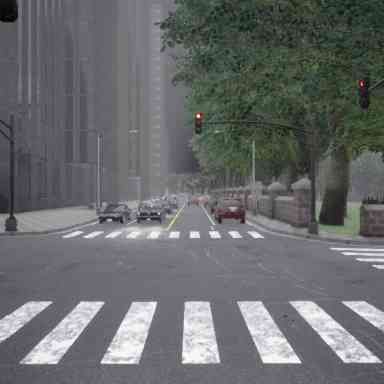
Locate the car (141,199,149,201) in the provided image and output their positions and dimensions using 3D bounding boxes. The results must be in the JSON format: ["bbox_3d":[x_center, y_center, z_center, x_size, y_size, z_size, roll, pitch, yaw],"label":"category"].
[{"bbox_3d":[-5.688,1.579,41.587,2.008,1.369,4.403,0,0,0],"label":"car"}]

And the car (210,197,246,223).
[{"bbox_3d":[2.808,1.326,25.211,2.192,1.841,5.009,0,0,0],"label":"car"}]

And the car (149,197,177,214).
[{"bbox_3d":[-3.030,1.569,35.476,2.033,1.411,5.357,0,0,1],"label":"car"}]

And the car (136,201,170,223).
[{"bbox_3d":[-3.053,1.612,25.659,1.895,1.301,4.718,0,0,0],"label":"car"}]

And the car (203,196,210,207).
[{"bbox_3d":[2.838,1.579,41.579,2.008,1.369,4.403,0,0,0],"label":"car"}]

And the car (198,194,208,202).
[{"bbox_3d":[2.524,1.424,75.837,2.097,1.767,4.553,0,0,0],"label":"car"}]

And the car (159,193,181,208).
[{"bbox_3d":[-3.006,1.385,45.752,2.097,1.767,4.553,0,0,0],"label":"car"}]

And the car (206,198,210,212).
[{"bbox_3d":[2.828,1.588,36.123,1.947,1.339,4.313,0,0,0],"label":"car"}]

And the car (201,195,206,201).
[{"bbox_3d":[2.857,1.481,52.493,1.967,1.590,4.097,0,0,0],"label":"car"}]

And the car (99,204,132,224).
[{"bbox_3d":[-5.717,1.576,25.217,1.947,1.339,4.313,0,0,0],"label":"car"}]

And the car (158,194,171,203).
[{"bbox_3d":[-5.638,1.375,68.873,2.192,1.841,5.009,0,0,0],"label":"car"}]

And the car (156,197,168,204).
[{"bbox_3d":[-5.648,1.635,63.416,1.802,1.307,4.206,0,0,0],"label":"car"}]

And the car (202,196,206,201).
[{"bbox_3d":[2.847,1.585,47.036,2.008,1.369,4.403,0,0,0],"label":"car"}]

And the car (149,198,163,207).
[{"bbox_3d":[-5.668,1.623,52.502,1.802,1.307,4.206,0,0,0],"label":"car"}]

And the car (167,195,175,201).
[{"bbox_3d":[-5.599,1.533,90.701,1.967,1.590,4.097,0,0,0],"label":"car"}]

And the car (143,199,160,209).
[{"bbox_3d":[-5.678,1.616,47.045,1.802,1.307,4.206,0,0,0],"label":"car"}]

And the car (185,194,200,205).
[{"bbox_3d":[0.211,1.595,59.305,2.033,1.411,5.357,0,0,0],"label":"car"}]
